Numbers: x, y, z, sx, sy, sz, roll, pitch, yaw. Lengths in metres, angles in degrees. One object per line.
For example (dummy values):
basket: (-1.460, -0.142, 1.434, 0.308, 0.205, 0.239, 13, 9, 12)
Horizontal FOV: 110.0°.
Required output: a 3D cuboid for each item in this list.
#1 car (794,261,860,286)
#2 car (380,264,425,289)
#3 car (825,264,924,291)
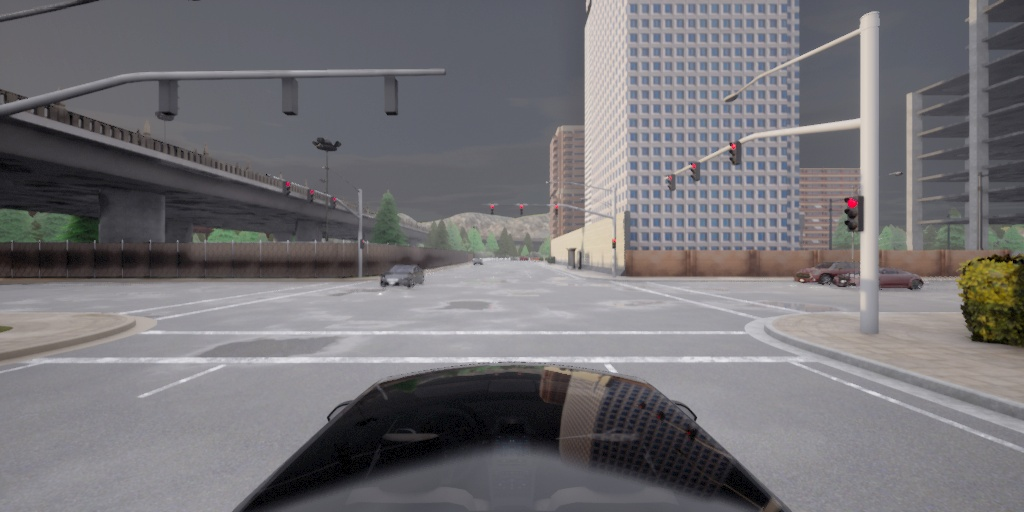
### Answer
car: (22.734, 1.147, 25.337, 4.553, 1.767, 2.097, 0, 0, 0)
car: (-7.006, 1.312, 23.375, 2.128, 1.511, 4.902, 0, 0, 0)
car: (22.179, 1.360, 21.837, 4.181, 1.385, 1.994, 0, 0, 0)
